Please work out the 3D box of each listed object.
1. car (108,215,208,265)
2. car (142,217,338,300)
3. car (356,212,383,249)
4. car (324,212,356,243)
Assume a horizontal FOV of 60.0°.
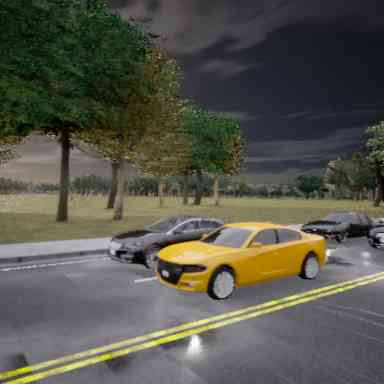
[{"bbox_3d":[-0.376,1.563,11.394,4.902,1.511,2.128,1,-1,-35],"label":"car"},{"bbox_3d":[1.460,1.548,8.715,5.008,1.535,1.882,1,-1,-35],"label":"car"},{"bbox_3d":[9.586,1.679,14.471,4.902,1.511,2.128,1,0,-35],"label":"car"},{"bbox_3d":[7.940,1.738,17.284,5.357,1.411,2.033,1,0,-36],"label":"car"}]
